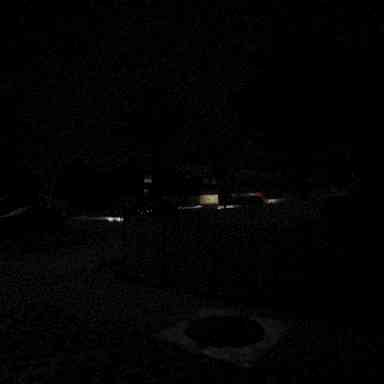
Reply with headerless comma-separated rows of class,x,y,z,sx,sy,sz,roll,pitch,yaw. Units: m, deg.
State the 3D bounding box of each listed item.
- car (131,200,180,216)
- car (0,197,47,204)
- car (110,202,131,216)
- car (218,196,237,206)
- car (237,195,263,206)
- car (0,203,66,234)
car,-3.062,1.530,31.104,1.837,1.490,4.892,-1,1,33
car,-12.513,1.368,22.642,2.150,2.045,5.566,-1,0,36
car,-6.002,1.645,32.546,1.994,1.385,4.181,-1,0,33
car,6.030,1.369,50.670,2.033,1.411,5.357,-1,0,34
car,8.892,1.279,49.106,1.837,1.490,4.892,-1,0,33
car,-10.062,1.624,20.463,1.812,1.442,4.674,-1,0,35
